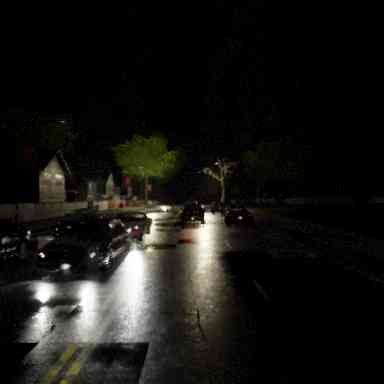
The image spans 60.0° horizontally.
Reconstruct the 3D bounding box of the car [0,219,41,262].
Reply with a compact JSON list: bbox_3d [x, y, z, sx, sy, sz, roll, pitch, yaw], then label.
[{"bbox_3d":[-6.596,1.574,9.870,1.837,1.490,4.892,0,-1,0],"label":"car"}]

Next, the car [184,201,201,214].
[{"bbox_3d":[0.059,1.968,43.533,2.128,1.511,4.902,0,-1,0],"label":"car"}]

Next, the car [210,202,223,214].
[{"bbox_3d":[3.307,1.988,41.735,2.033,1.411,5.357,0,-1,0],"label":"car"}]

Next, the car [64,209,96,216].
[{"bbox_3d":[-6.564,1.711,19.953,1.994,1.385,4.181,0,0,1],"label":"car"}]

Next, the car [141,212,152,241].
[{"bbox_3d":[-3.259,1.725,17.399,1.895,1.301,4.718,0,0,0],"label":"car"}]

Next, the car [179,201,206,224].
[{"bbox_3d":[0.063,1.724,26.886,1.837,1.490,4.892,0,0,0],"label":"car"}]

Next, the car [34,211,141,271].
[{"bbox_3d":[-3.346,1.627,11.535,2.033,1.411,5.357,0,0,1],"label":"car"}]

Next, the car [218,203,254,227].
[{"bbox_3d":[3.303,1.756,24.731,1.994,1.385,4.181,0,-1,0],"label":"car"}]
